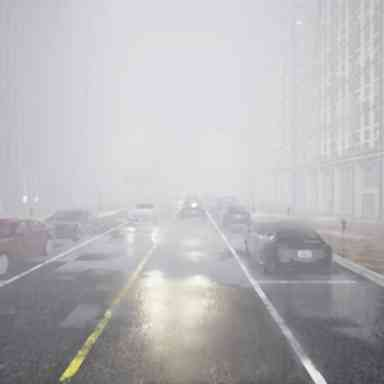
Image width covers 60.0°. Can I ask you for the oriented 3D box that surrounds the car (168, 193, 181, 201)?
[{"bbox_3d":[-3.044,1.104,64.121,1.994,1.385,4.181,0,0,1],"label":"car"}]

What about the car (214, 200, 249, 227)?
[{"bbox_3d":[2.687,1.423,21.394,1.947,1.339,4.313,0,0,0],"label":"car"}]

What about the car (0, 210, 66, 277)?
[{"bbox_3d":[-5.690,1.479,10.016,1.887,1.381,4.507,0,0,0],"label":"car"}]

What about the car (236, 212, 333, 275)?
[{"bbox_3d":[2.690,1.500,10.010,1.947,1.339,4.313,0,0,0],"label":"car"}]

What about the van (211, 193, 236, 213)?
[{"bbox_3d":[2.686,1.159,27.086,1.690,1.788,3.998,0,0,0],"label":"van"}]

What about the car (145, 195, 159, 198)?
[{"bbox_3d":[-5.699,1.220,44.000,1.752,1.417,4.829,0,0,0],"label":"car"}]

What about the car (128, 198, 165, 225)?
[{"bbox_3d":[-3.113,1.374,22.636,1.812,1.442,4.674,0,0,0],"label":"car"}]

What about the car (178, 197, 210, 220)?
[{"bbox_3d":[0.093,1.387,26.285,1.994,1.385,4.181,0,0,0],"label":"car"}]

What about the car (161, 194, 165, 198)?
[{"bbox_3d":[-5.701,1.202,49.864,2.008,1.369,4.403,0,0,0],"label":"car"}]

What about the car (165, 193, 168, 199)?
[{"bbox_3d":[-5.706,1.027,72.632,2.008,1.369,4.403,0,0,0],"label":"car"}]

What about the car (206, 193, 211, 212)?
[{"bbox_3d":[2.685,1.217,32.778,1.967,1.590,4.097,0,0,0],"label":"car"}]

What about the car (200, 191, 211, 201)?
[{"bbox_3d":[2.677,0.835,66.929,2.192,1.841,5.009,0,0,0],"label":"car"}]

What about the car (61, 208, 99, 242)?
[{"bbox_3d":[-5.692,1.462,15.708,1.947,1.339,4.313,0,0,0],"label":"car"}]

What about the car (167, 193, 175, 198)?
[{"bbox_3d":[-5.710,0.919,89.707,1.802,1.307,4.206,0,0,0],"label":"car"}]

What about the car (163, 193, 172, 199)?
[{"bbox_3d":[-5.708,0.996,78.325,1.947,1.339,4.313,0,0,0],"label":"car"}]

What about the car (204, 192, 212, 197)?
[{"bbox_3d":[2.680,0.923,55.545,2.192,1.841,5.009,0,0,0],"label":"car"}]

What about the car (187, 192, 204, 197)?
[{"bbox_3d":[0.088,1.055,42.894,2.097,1.767,4.553,0,0,0],"label":"car"}]
